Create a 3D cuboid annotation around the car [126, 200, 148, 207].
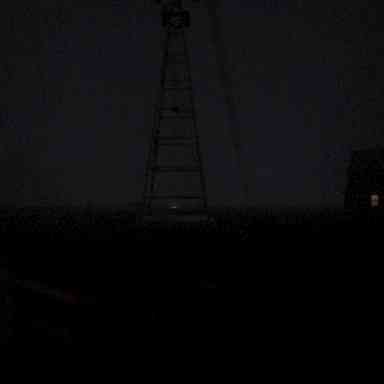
[{"bbox_3d":[-11.354,2.318,68.109,1.895,1.301,4.718,0,-1,36],"label":"car"}]
